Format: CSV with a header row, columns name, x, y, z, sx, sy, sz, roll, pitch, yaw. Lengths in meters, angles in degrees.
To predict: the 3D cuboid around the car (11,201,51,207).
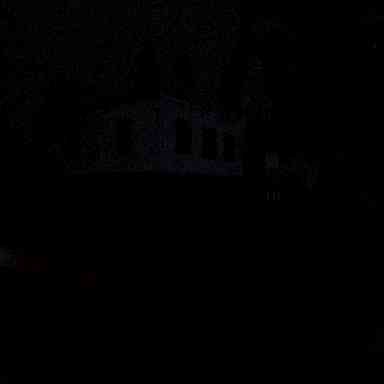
name,x,y,z,sx,sy,sz,roll,pitch,yaw
car,-14.698,1.528,29.171,2.033,1.411,5.357,0,0,29
